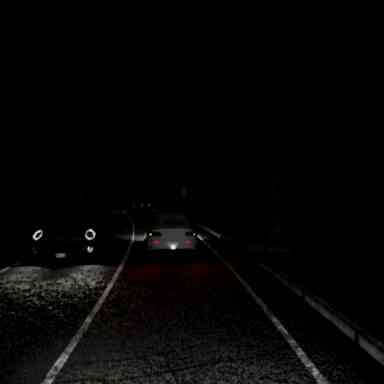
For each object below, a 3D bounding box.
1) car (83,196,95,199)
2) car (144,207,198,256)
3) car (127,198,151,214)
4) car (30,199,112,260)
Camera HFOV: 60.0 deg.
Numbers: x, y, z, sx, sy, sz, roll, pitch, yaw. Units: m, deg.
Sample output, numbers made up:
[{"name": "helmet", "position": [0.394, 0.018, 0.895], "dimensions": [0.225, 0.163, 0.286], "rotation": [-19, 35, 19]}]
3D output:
[{"name": "car", "position": [-16.064, 1.387, 52.191], "dimensions": [2.128, 1.511, 4.902], "rotation": [2, -1, -26]}, {"name": "car", "position": [-0.846, 1.529, 13.025], "dimensions": [1.812, 1.442, 4.674], "rotation": [0, 0, -6]}, {"name": "car", "position": [-5.709, 1.396, 35.622], "dimensions": [2.097, 1.767, 4.553], "rotation": [2, -1, -17]}, {"name": "car", "position": [-4.237, 1.328, 12.276], "dimensions": [2.097, 1.767, 4.553], "rotation": [0, 0, -7]}]
